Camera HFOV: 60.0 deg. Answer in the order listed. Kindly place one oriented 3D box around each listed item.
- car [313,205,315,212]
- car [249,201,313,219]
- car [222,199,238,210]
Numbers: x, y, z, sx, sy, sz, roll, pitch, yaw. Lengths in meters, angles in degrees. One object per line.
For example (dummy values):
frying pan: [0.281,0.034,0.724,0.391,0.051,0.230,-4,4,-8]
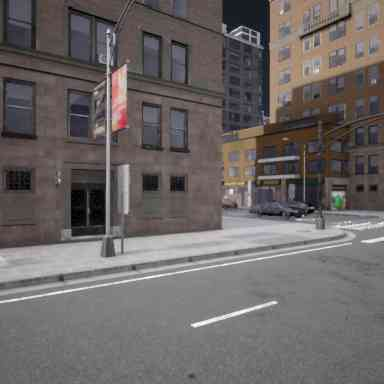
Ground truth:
car: [10.549,1.580,34.313,1.947,1.339,4.313,0,0,-35]
car: [7.433,1.541,29.184,2.033,1.411,5.357,0,0,-37]
car: [4.182,1.594,43.311,1.802,1.307,4.206,0,0,-35]
